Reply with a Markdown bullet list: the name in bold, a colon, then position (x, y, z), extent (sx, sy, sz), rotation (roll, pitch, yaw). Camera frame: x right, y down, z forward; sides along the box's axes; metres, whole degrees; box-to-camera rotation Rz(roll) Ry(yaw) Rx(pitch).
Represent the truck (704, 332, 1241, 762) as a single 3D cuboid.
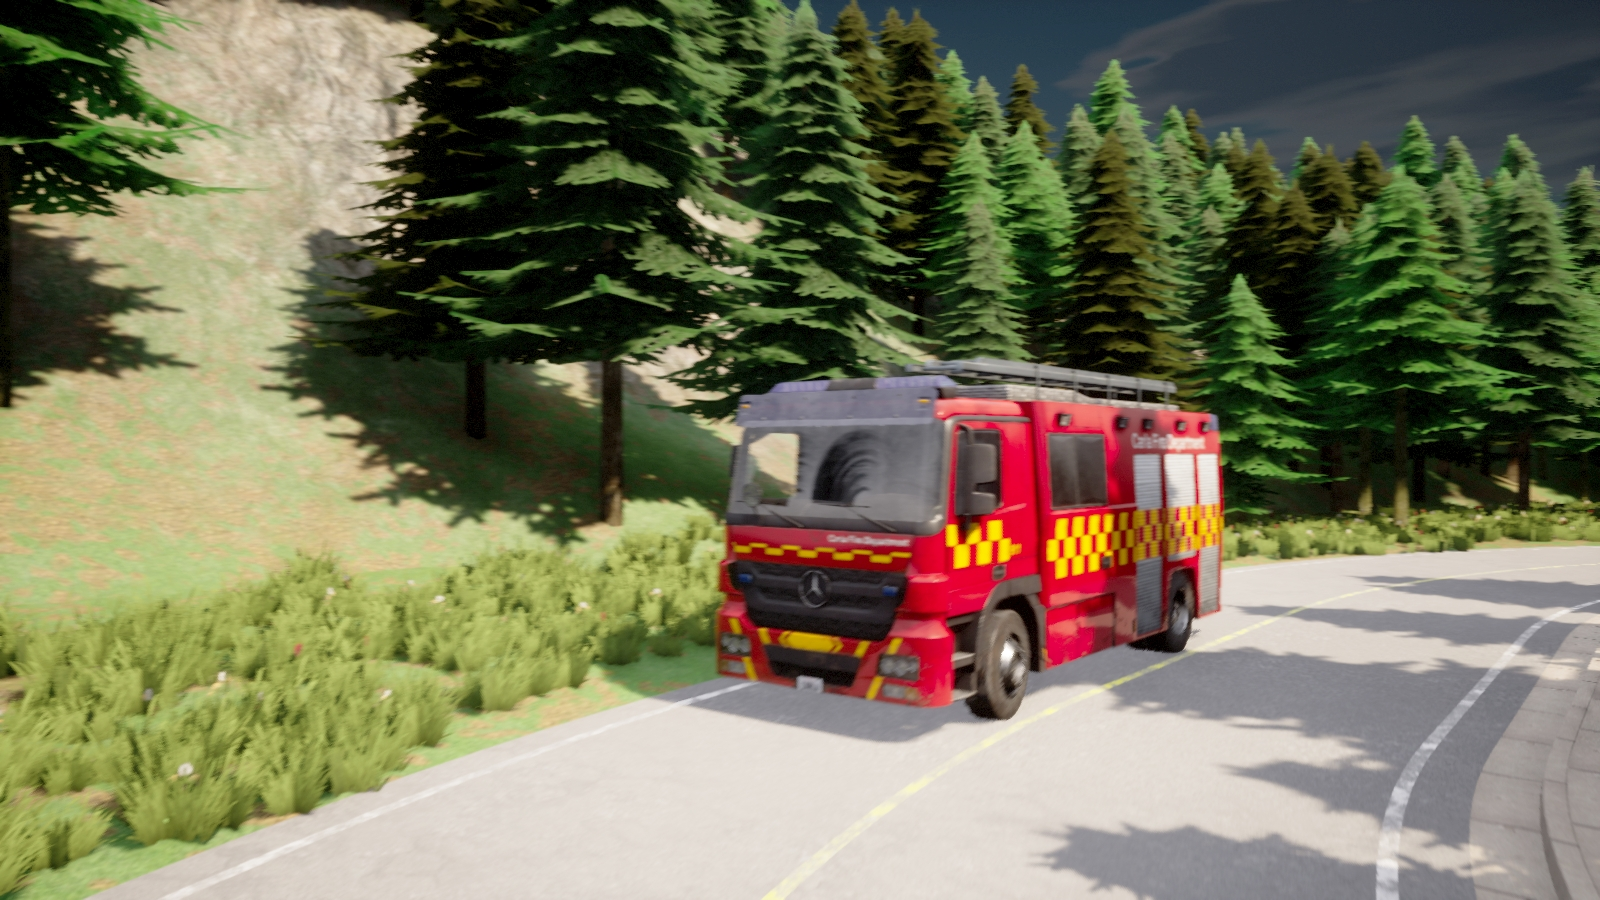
- **truck**: position (2.750, 0.867, 14.388), extent (2.891, 3.827, 8.468), rotation (0, 0, 38)
